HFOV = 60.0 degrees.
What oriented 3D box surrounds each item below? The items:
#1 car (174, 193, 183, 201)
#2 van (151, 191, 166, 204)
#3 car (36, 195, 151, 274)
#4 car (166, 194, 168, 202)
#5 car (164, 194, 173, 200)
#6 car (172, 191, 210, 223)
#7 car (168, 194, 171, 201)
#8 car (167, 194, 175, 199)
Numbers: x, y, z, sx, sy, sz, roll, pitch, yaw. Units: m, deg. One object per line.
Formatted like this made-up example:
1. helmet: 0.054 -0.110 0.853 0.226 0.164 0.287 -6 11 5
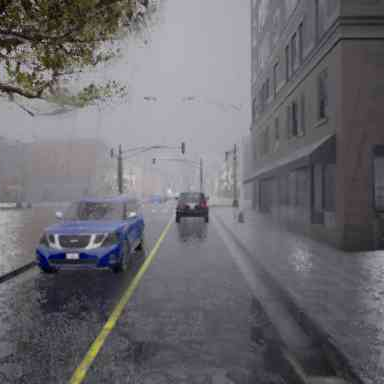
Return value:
1. car: -2.905 1.024 72.114 1.882 1.535 5.008 0 0 0
2. van: -5.440 0.846 50.573 1.690 1.788 3.998 2 0 0
3. car: -2.855 1.142 10.714 2.150 2.045 5.566 0 1 0
4. car: -5.458 1.060 53.894 2.008 1.369 4.403 2 0 0
5. car: -5.552 1.161 80.040 1.802 1.307 4.206 2 0 0
6. car: 0.026 0.920 22.817 2.150 2.045 5.566 0 1 0
7. car: -5.469 0.832 58.879 2.192 1.841 5.009 2 0 0
8. car: -5.589 1.177 90.621 1.887 1.381 4.507 1 0 0
